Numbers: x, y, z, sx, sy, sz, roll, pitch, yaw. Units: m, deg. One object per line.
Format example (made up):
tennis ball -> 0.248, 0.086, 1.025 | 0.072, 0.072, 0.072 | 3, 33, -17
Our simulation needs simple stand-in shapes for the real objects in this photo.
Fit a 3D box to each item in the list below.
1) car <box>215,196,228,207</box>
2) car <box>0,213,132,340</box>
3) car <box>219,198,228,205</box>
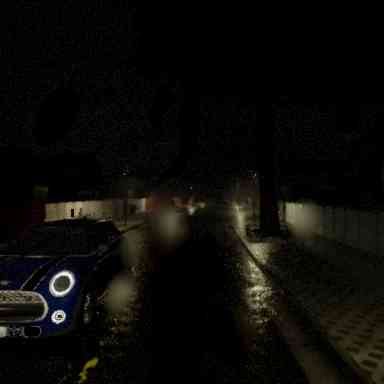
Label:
car -> 5.685, 1.749, 64.132 | 2.150, 2.045, 5.566 | 0, -1, 7
car -> -2.695, 1.398, 6.937 | 2.097, 1.767, 4.553 | 0, -1, 2
car -> 7.017, 2.049, 74.436 | 1.882, 1.535, 5.008 | 0, -1, 7
